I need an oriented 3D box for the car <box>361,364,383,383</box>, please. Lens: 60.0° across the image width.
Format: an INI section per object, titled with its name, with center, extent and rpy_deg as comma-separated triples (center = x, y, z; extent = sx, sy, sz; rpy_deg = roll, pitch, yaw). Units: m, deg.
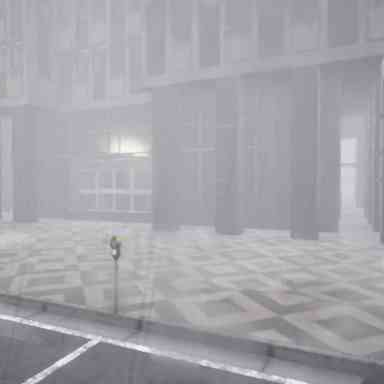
[car]
center = 3.169, 1.502, 1.494
extent = 4.403, 1.369, 2.008
rpy_deg = 0, 1, 24
